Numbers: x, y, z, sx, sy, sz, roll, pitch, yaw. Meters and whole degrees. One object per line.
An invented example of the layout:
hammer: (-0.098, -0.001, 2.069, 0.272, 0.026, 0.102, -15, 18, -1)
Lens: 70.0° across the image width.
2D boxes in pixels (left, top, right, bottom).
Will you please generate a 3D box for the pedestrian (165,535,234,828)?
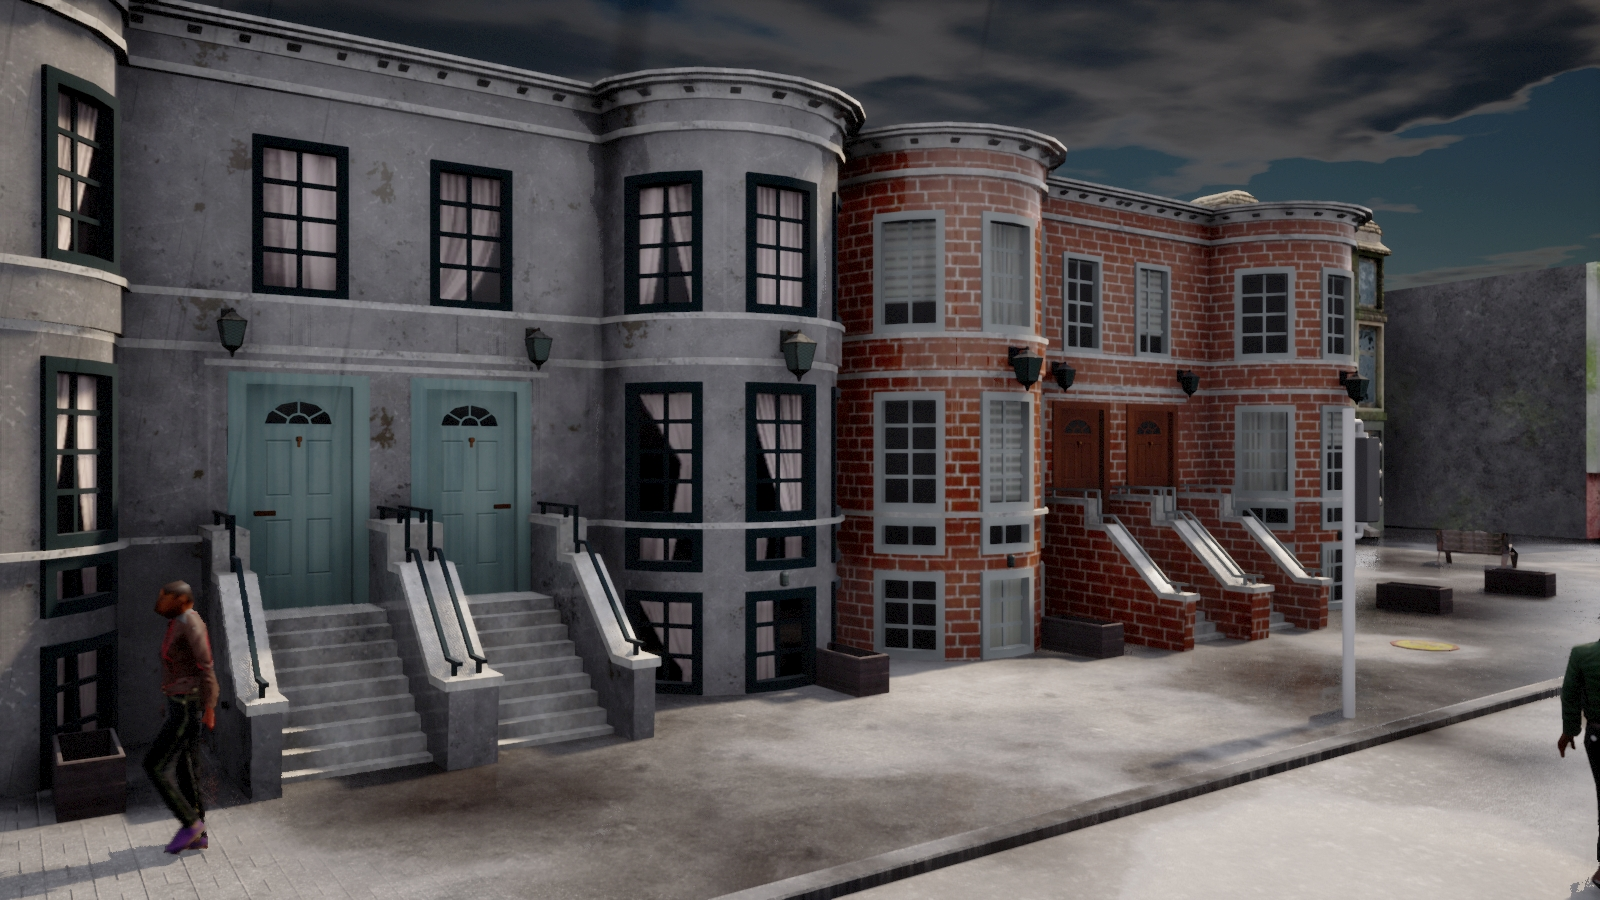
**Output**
pedestrian: (-4.040, 1.524, 7.684, 0.375, 1.860, 0.375, 0, 0, -34)

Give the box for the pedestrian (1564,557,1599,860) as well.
pedestrian: (5.153, 1.628, 7.241, 0.375, 1.860, 0.375, 0, 0, -25)
